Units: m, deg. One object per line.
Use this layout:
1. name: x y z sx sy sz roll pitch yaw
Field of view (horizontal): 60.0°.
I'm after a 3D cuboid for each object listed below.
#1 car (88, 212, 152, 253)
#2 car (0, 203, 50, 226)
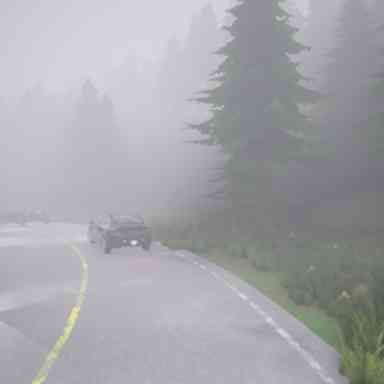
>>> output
1. car: -3.277 1.657 14.652 1.837 1.490 4.892 0 0 -27
2. car: -13.304 1.640 26.380 4.553 1.767 2.097 -1 -1 38
